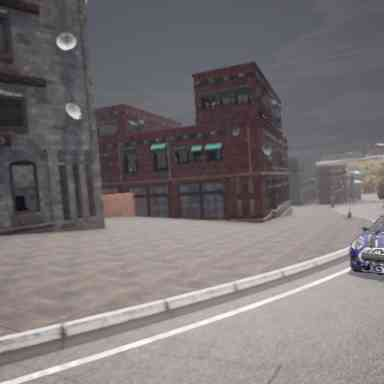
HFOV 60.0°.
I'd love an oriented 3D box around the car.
[{"bbox_3d":[6.465,1.417,10.089,2.097,1.767,4.553,-2,-2,42],"label":"car"}]
